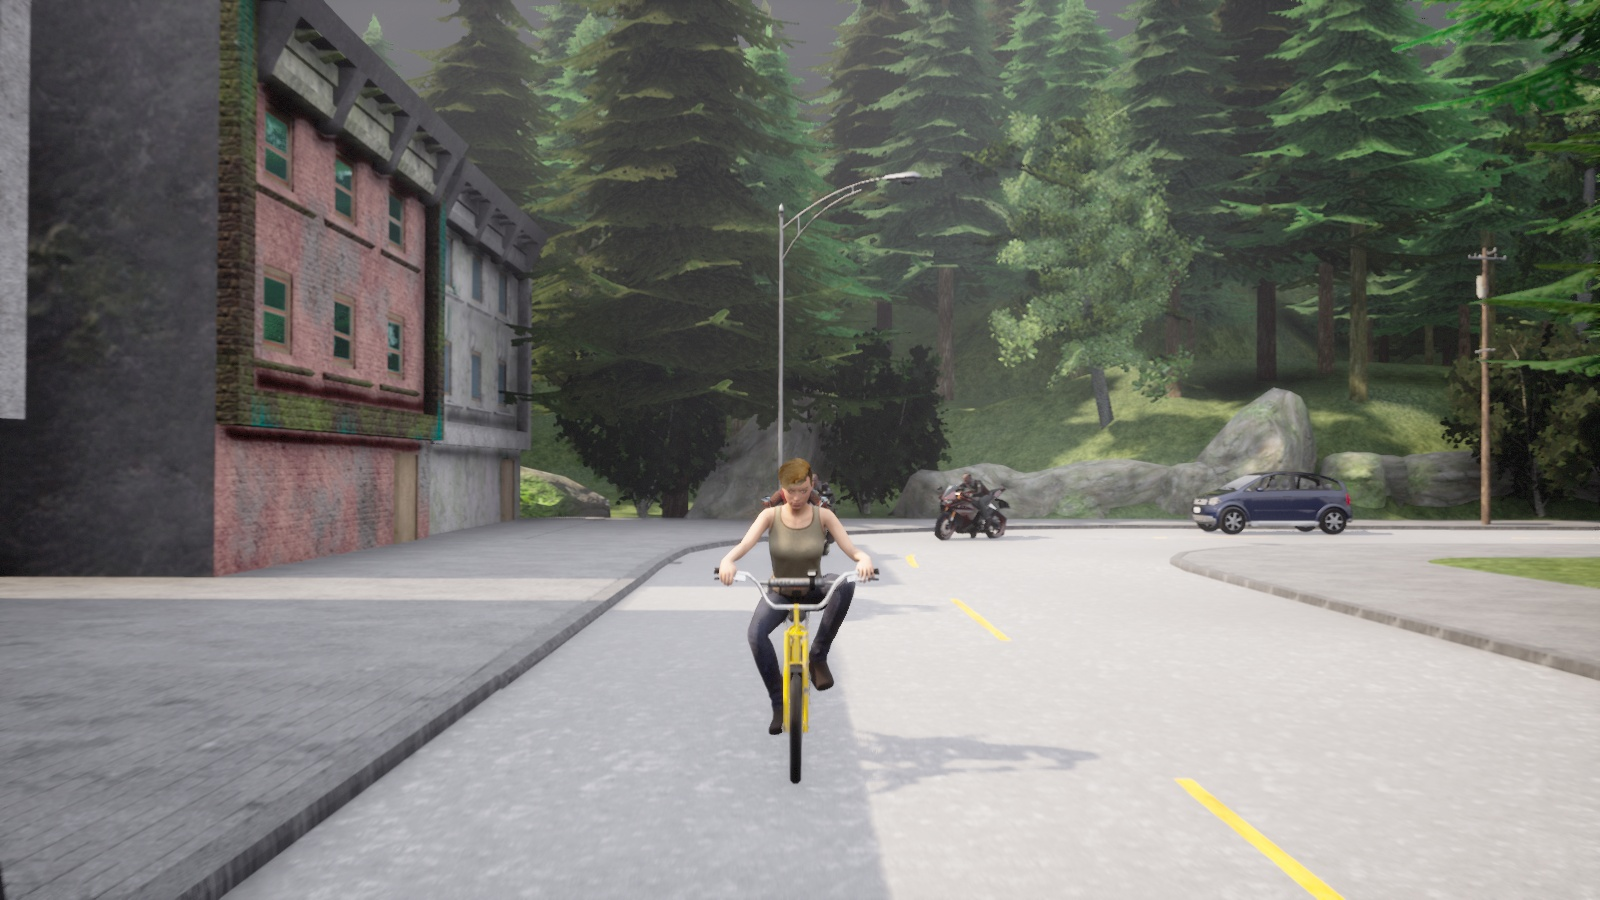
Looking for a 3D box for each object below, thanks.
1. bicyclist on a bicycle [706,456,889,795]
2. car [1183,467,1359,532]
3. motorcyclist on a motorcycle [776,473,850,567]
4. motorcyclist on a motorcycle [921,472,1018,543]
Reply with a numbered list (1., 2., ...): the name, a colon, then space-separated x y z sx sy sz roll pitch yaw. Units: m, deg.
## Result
1. bicyclist on a bicycle: -0.012 0.849 6.751 0.866 1.612 1.509 0 -1 0
2. car: 11.703 1.213 31.354 3.705 1.549 1.789 0 -1 -3
3. motorcyclist on a motorcycle: 0.250 1.175 21.921 0.866 1.530 2.191 0 -1 12
4. motorcyclist on a motorcycle: 3.823 1.256 28.236 2.191 1.530 0.866 0 -1 -37
